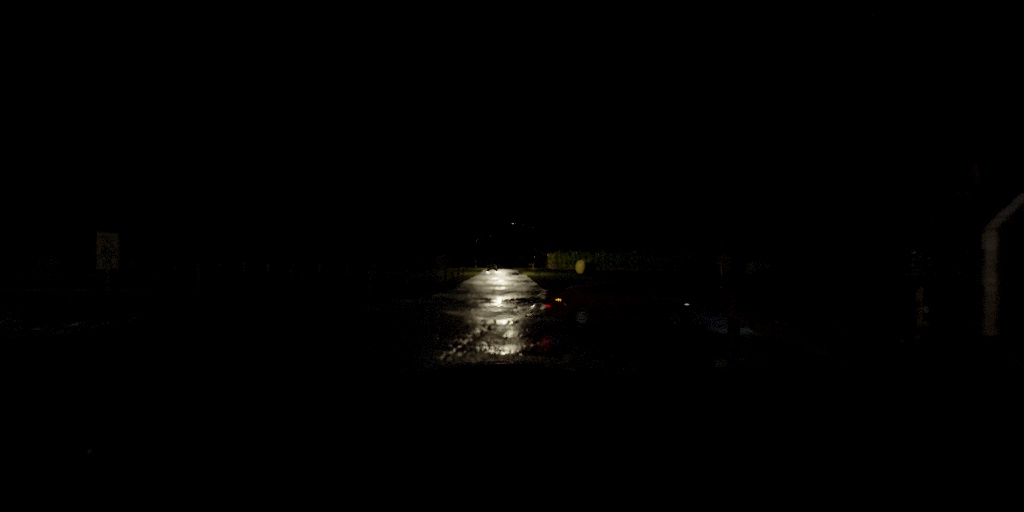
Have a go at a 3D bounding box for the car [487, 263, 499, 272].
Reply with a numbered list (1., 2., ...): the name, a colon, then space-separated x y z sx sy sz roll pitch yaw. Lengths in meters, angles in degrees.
1. car: -3.409 2.011 63.543 1.837 1.490 4.892 0 -1 -2

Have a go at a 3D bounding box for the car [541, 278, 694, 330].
1. car: 3.267 1.440 11.350 4.674 1.442 1.812 1 0 -4
